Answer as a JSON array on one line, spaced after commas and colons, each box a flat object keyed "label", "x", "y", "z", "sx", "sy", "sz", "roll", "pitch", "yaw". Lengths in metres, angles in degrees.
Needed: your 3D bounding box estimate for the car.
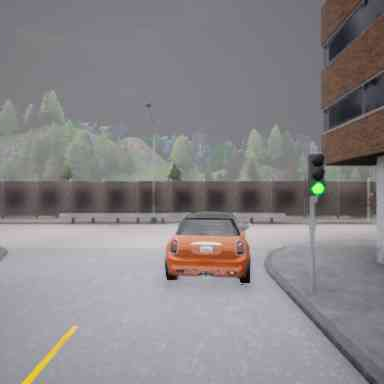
[{"label": "car", "x": 0.616, "y": 1.360, "z": 9.884, "sx": 2.097, "sy": 1.767, "sz": 4.553, "roll": 0, "pitch": 0, "yaw": 8}]
